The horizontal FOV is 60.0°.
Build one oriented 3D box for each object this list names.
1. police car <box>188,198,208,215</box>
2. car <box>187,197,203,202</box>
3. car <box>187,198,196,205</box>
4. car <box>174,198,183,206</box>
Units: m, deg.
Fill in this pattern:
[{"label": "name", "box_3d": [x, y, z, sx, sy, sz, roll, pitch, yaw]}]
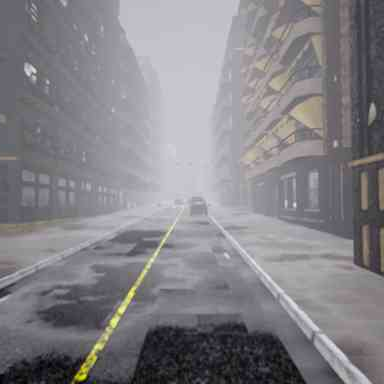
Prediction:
[{"label": "police car", "box_3d": [0.785, 1.795, 38.807, 1.930, 1.638, 5.238, 0, -1, 0]}, {"label": "car", "box_3d": [0.774, 1.688, 48.735, 2.150, 2.045, 5.566, 0, -1, 0]}, {"label": "car", "box_3d": [-0.079, 2.086, 75.330, 1.837, 1.490, 4.892, 0, -1, 0]}, {"label": "car", "box_3d": [-2.824, 2.169, 71.047, 1.837, 1.490, 4.892, 0, -1, 0]}]
